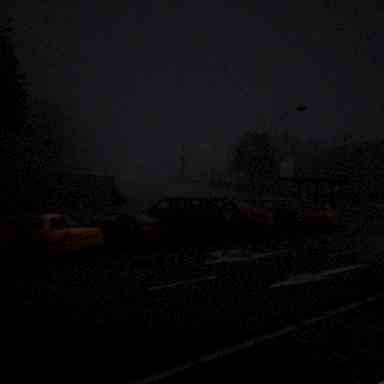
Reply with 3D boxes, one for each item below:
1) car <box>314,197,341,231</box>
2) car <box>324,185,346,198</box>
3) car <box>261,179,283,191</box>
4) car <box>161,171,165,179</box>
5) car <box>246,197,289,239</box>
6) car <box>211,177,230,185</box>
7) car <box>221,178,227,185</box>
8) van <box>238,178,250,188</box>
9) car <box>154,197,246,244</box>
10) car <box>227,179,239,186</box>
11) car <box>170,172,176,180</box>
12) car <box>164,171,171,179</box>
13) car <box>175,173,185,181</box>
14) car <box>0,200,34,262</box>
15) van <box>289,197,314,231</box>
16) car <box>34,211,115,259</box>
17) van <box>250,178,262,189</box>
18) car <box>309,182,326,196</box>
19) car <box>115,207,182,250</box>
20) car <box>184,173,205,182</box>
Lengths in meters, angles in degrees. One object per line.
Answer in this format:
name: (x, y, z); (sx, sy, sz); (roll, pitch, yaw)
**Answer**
car: (6.856, 1.409, 21.214); (4.553, 1.767, 2.185); (-1, -1, 35)
car: (21.745, 0.166, 49.709); (2.002, 1.452, 4.674); (7, 3, 35)
car: (14.844, -0.964, 59.567); (2.231, 1.521, 4.892); (7, 3, 35)
car: (-6.045, -4.338, 88.967); (2.435, 2.045, 5.566); (1, -1, 34)
car: (1.909, 1.268, 17.794); (5.566, 2.045, 2.435); (-1, -1, 35)
car: (6.207, -2.290, 71.914); (2.002, 1.452, 4.674); (7, 3, 35)
car: (7.949, -2.016, 69.452); (2.002, 1.452, 4.674); (7, 3, 35)
van: (11.355, -1.736, 64.401); (1.878, 1.987, 4.442); (7, 3, 35)
car: (-0.604, 1.261, 16.089); (5.566, 2.045, 2.435); (-1, -1, 35)
car: (9.781, -1.784, 67.132); (1.946, 1.575, 5.366); (7, 3, 35)
car: (-2.544, -3.826, 84.150); (2.185, 1.767, 4.553); (6, 3, 34)
car: (-4.274, -4.061, 86.620); (2.185, 1.767, 4.553); (4, 1, 33)
car: (-0.749, -3.674, 81.684); (2.435, 2.045, 5.566); (7, 3, 34)
car: (-7.958, 1.238, 10.876); (5.566, 2.045, 2.435); (-1, -1, 35)
van: (4.447, 1.300, 19.464); (4.442, 1.987, 1.878); (-1, -1, 35)
car: (-5.638, 1.496, 12.703); (5.366, 1.575, 1.946); (-1, -1, 35)
van: (13.084, -1.463, 61.929); (1.878, 1.987, 4.442); (7, 4, 35)
car: (20.054, -0.396, 52.182); (2.435, 2.045, 5.566); (7, 3, 35)
car: (-3.032, 1.544, 14.331); (4.674, 1.452, 2.002); (-1, -1, 35)
car: (1.102, -3.150, 79.424); (1.946, 1.575, 5.366); (7, 3, 34)
